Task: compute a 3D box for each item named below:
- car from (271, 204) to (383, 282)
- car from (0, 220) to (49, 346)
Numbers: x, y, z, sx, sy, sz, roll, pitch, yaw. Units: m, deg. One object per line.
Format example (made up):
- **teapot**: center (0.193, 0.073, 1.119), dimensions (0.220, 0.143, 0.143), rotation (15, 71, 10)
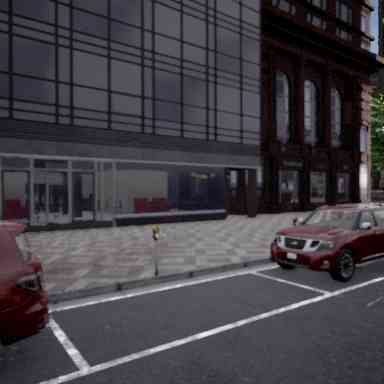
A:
- **car**: center (4.591, 1.305, 9.928), dimensions (5.009, 1.841, 2.192), rotation (0, 0, -35)
- **car**: center (-4.245, 1.317, 3.626), dimensions (5.009, 1.841, 2.192), rotation (0, 0, -35)
